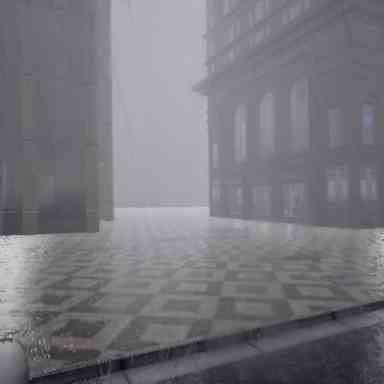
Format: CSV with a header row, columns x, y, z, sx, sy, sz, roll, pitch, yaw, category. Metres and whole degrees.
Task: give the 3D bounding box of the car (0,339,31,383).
x,y,z,sx,sy,sz,roll,pitch,yaw,category
-3.242,1.519,1.133,5.008,1.535,1.882,0,-1,-27,car
